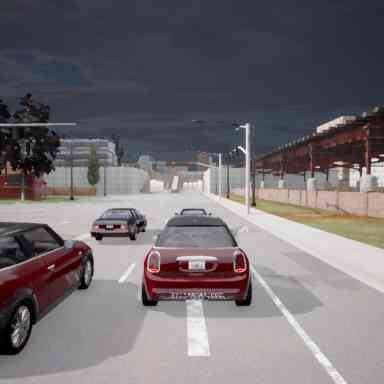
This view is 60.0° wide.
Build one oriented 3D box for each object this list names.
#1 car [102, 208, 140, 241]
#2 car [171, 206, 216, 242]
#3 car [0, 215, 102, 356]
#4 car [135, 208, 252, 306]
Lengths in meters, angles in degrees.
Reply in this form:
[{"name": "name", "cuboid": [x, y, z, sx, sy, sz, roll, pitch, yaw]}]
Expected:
[{"name": "car", "cuboid": [-3.431, 1.488, 16.420, 2.033, 1.411, 5.357, 0, 0, 0]}, {"name": "car", "cuboid": [0.070, 1.506, 16.719, 1.994, 1.385, 4.181, 0, 0, 0]}, {"name": "car", "cuboid": [-3.408, 1.343, 6.225, 2.097, 1.767, 4.553, 0, 0, 0]}, {"name": "car", "cuboid": [0.085, 1.337, 8.159, 2.097, 1.767, 4.553, 0, 0, 0]}]
